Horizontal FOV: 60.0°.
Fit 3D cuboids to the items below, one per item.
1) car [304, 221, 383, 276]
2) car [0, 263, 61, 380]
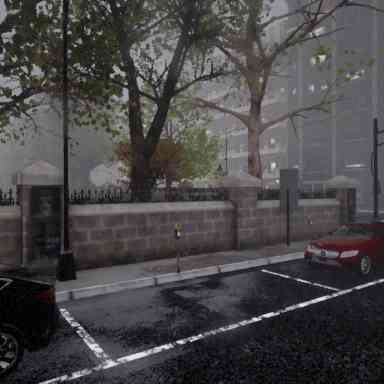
[{"bbox_3d":[5.251,1.581,10.206,4.206,1.307,1.802,0,0,-35],"label":"car"},{"bbox_3d":[-3.822,1.566,3.864,4.313,1.339,1.947,0,0,-35],"label":"car"}]
